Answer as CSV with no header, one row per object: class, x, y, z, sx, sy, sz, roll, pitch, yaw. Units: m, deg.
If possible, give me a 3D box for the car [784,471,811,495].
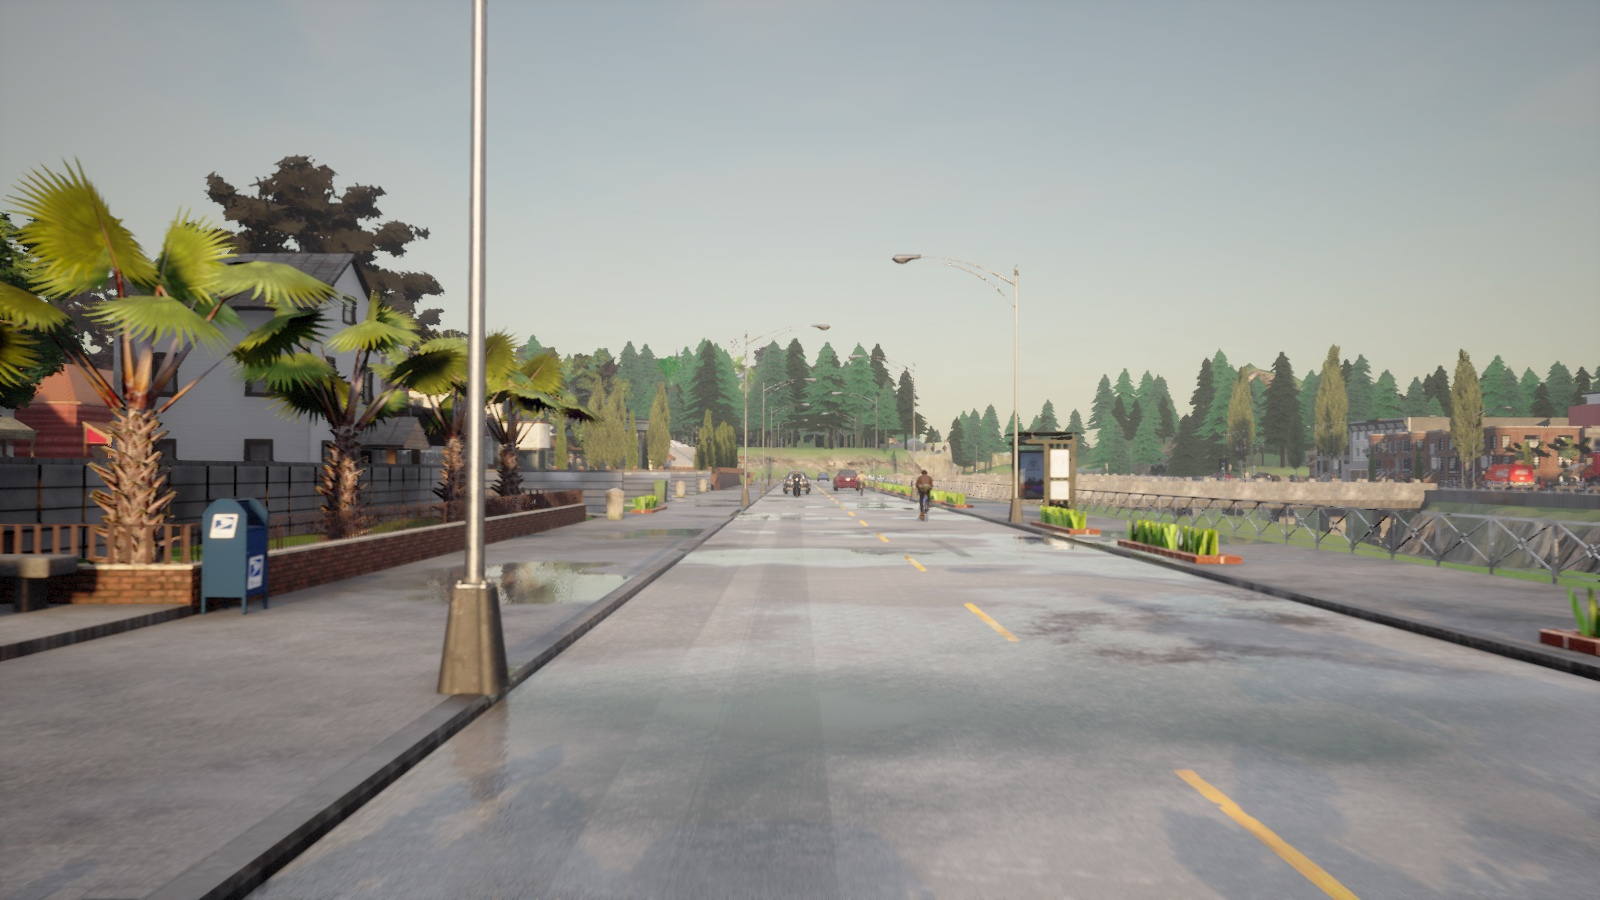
car,-0.200,2.220,85.187,1.789,1.549,3.705,0,-1,0
